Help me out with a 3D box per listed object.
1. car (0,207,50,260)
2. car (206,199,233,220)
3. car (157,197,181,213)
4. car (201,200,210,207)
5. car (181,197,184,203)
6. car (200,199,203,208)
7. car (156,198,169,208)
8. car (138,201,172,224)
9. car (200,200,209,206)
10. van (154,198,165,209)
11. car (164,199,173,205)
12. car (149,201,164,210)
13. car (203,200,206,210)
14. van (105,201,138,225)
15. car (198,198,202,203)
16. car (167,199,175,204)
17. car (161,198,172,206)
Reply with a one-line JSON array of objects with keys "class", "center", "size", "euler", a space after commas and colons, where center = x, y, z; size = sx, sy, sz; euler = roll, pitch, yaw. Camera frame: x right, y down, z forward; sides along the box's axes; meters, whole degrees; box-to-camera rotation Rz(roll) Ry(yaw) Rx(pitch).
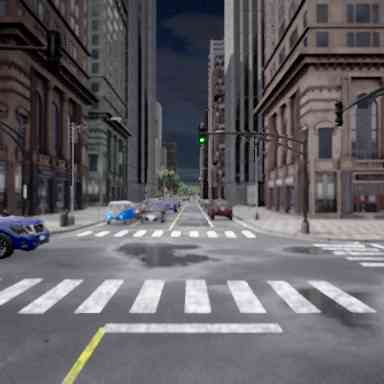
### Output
[{"class": "car", "center": [-8.239, 1.278, 12.178], "size": [5.566, 2.045, 2.150], "euler": [1, -1, 0]}, {"class": "car", "center": [2.773, 1.681, 32.214], "size": [2.192, 1.841, 5.009], "euler": [0, -1, 0]}, {"class": "car", "center": [-3.076, 1.745, 45.143], "size": [2.150, 2.045, 5.566], "euler": [0, -1, 0]}, {"class": "car", "center": [2.782, 2.412, 70.294], "size": [1.802, 1.307, 4.206], "euler": [0, -1, 0]}, {"class": "car", "center": [-2.984, 2.244, 61.959], "size": [1.882, 1.535, 5.008], "euler": [0, -1, 0]}, {"class": "car", "center": [2.778, 2.182, 53.973], "size": [2.008, 1.369, 4.403], "euler": [0, -1, 0]}, {"class": "car", "center": [-5.745, 2.079, 64.853], "size": [2.192, 1.841, 5.009], "euler": [0, -1, 0]}, {"class": "car", "center": [-3.092, 1.804, 27.640], "size": [2.128, 1.511, 4.902], "euler": [0, -1, 0]}, {"class": "car", "center": [2.783, 2.442, 75.734], "size": [1.887, 1.381, 4.507], "euler": [0, -1, 0]}, {"class": "van", "center": [-5.746, 2.038, 59.412], "size": [1.690, 1.788, 3.998], "euler": [0, -1, 0]}, {"class": "car", "center": [-5.741, 2.407, 81.174], "size": [1.967, 1.590, 4.097], "euler": [0, -1, 0]}, {"class": "car", "center": [-5.748, 2.176, 53.969], "size": [1.887, 1.381, 4.507], "euler": [0, -1, 0]}, {"class": "car", "center": [2.774, 1.747, 37.655], "size": [2.192, 1.841, 5.009], "euler": [0, -1, 0]}, {"class": "van", "center": [-5.754, 1.643, 26.767], "size": [1.690, 1.788, 3.998], "euler": [0, -1, 0]}, {"class": "car", "center": [2.781, 2.204, 64.855], "size": [1.967, 1.590, 4.097], "euler": [0, -1, 0]}, {"class": "car", "center": [-5.739, 2.701, 92.052], "size": [1.802, 1.307, 4.206], "euler": [0, -1, 0]}, {"class": "car", "center": [-5.742, 2.212, 75.734], "size": [2.192, 1.841, 5.009], "euler": [0, -1, 0]}]
